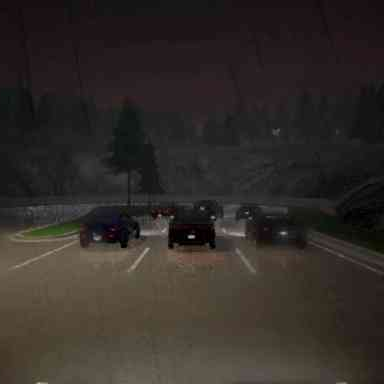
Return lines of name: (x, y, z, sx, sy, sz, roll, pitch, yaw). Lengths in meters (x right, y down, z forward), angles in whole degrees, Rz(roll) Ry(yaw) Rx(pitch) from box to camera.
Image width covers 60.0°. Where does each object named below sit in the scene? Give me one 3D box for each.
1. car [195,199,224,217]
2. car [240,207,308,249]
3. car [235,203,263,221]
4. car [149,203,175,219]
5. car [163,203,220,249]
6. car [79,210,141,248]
car: (1.362, 1.363, 28.022, 2.097, 1.767, 4.553, 0, 0, 16)
car: (3.512, 1.570, 14.550, 1.994, 1.385, 4.181, 0, 0, 1)
car: (4.732, 1.570, 27.076, 1.994, 1.385, 4.181, 0, 0, 16)
car: (-1.982, 1.614, 29.055, 1.895, 1.301, 4.718, 0, 0, 16)
car: (0.012, 1.482, 14.590, 1.882, 1.535, 5.008, 0, 0, 1)
car: (-3.487, 1.530, 14.630, 1.812, 1.442, 4.674, 0, 0, 1)
